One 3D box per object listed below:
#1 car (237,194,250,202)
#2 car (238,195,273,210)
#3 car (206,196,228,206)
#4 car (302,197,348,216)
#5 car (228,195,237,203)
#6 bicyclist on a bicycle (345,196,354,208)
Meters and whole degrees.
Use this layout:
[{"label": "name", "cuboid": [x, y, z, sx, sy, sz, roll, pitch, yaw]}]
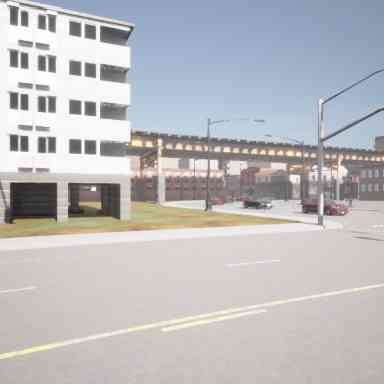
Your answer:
[{"label": "car", "cuboid": [11.948, 1.354, 75.699, 2.097, 1.767, 4.553, 0, 0, 41]}, {"label": "car", "cuboid": [8.484, 1.492, 43.105, 2.128, 1.511, 4.902, 0, 0, -25]}, {"label": "car", "cuboid": [3.763, 1.478, 54.440, 1.882, 1.535, 5.008, 0, 1, -13]}, {"label": "car", "cuboid": [13.153, 1.352, 33.082, 2.097, 1.767, 4.553, 0, 0, -25]}, {"label": "car", "cuboid": [7.284, 1.491, 66.460, 2.128, 1.511, 4.902, 0, 0, 12]}, {"label": "bicyclist on a bicycle", "cuboid": [20.487, 1.303, 43.306, 1.656, 1.620, 0.582, 0, 0, -25]}]
